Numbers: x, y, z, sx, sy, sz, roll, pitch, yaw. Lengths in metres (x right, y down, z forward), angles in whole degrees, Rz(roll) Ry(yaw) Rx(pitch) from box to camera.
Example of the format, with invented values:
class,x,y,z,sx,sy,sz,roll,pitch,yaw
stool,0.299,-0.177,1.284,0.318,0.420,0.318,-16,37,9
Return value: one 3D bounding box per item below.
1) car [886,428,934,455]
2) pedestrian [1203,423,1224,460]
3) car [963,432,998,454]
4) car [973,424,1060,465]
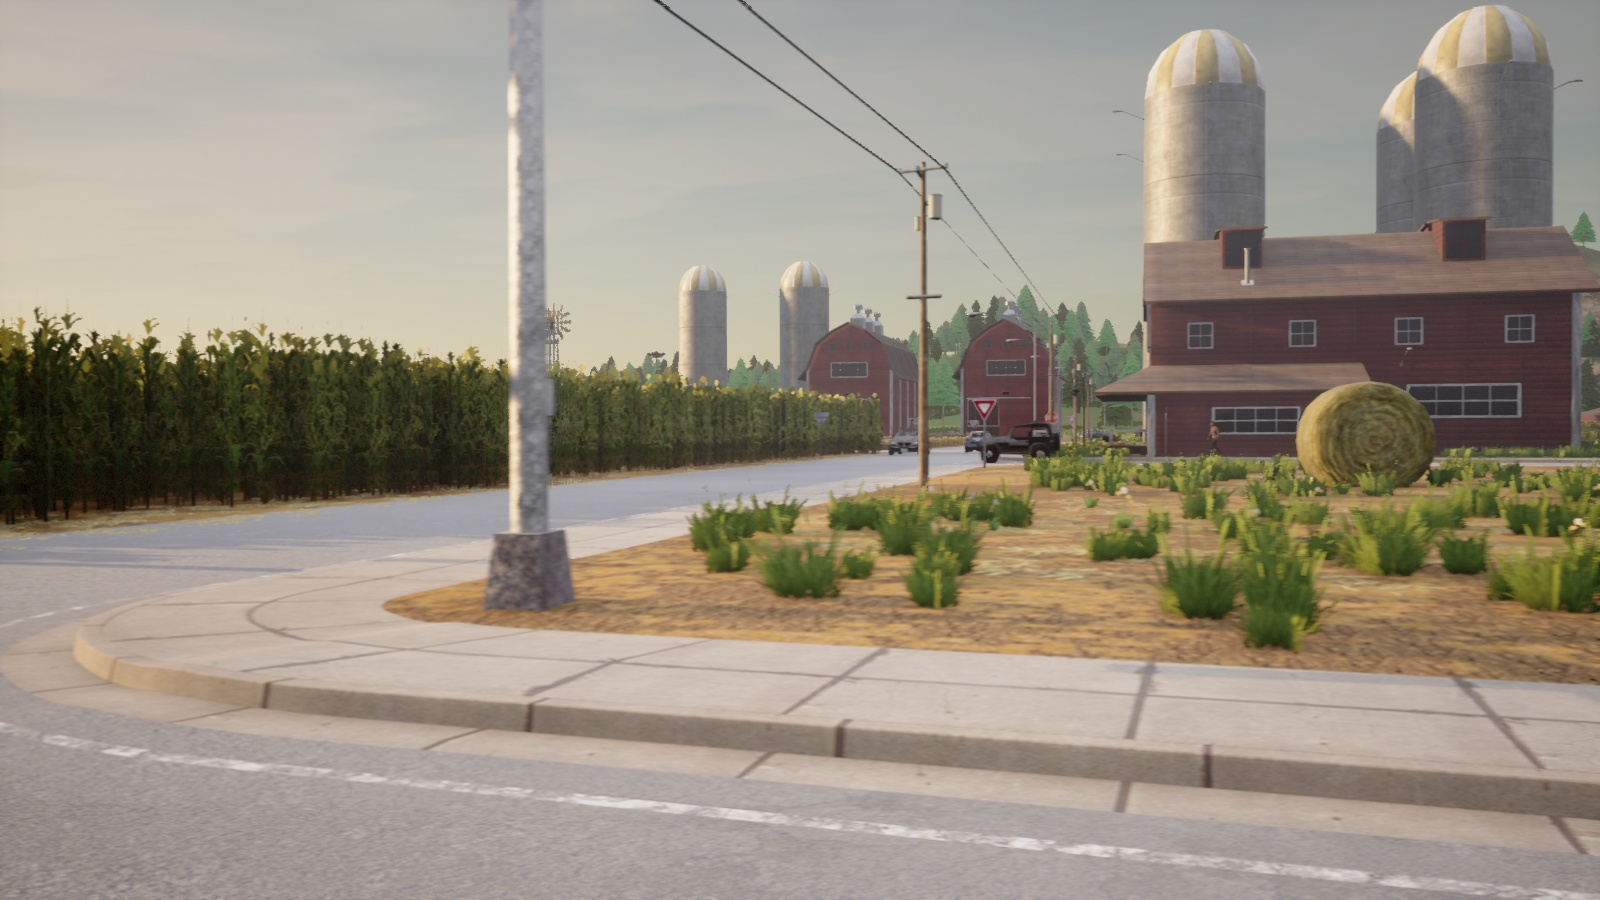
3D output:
class,x,y,z,sx,sy,sz,roll,pitch,yaw
car,7.048,-0.551,80.281,2.242,1.667,4.611,0,1,15
pedestrian,20.069,-0.402,60.944,0.869,1.805,0.328,0,1,-9
car,12.583,-0.523,87.431,1.970,1.475,3.806,0,1,15
car,10.094,-0.262,58.450,3.866,1.878,1.905,0,1,12
